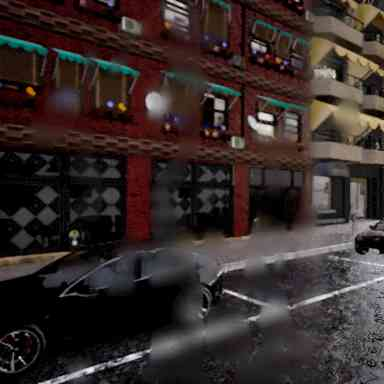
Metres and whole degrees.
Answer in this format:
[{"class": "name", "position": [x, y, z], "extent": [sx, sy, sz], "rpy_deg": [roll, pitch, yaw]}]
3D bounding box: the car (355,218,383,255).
[{"class": "car", "position": [7.661, 1.550, 12.009], "extent": [4.313, 1.339, 1.947], "rpy_deg": [0, 1, -35]}]

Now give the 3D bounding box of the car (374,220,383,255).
[{"class": "car", "position": [6.897, 1.479, 8.262], "extent": [4.902, 1.511, 2.128], "rpy_deg": [0, 0, -35]}]

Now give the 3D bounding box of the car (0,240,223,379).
[{"class": "car", "position": [-1.410, 1.564, 5.540], "extent": [4.313, 1.339, 1.947], "rpy_deg": [0, 1, -35]}]
